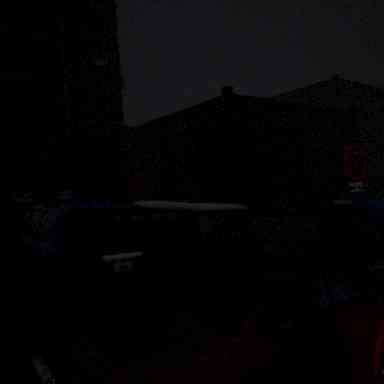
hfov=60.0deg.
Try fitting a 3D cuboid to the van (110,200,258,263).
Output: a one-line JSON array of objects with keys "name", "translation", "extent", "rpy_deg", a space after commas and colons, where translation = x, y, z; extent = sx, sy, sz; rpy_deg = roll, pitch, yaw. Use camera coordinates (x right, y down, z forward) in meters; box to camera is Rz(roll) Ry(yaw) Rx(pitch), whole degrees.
[{"name": "van", "translation": [-0.364, 1.229, 8.890], "extent": [1.878, 1.987, 4.442], "rpy_deg": [0, 0, -36]}]

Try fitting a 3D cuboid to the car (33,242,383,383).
[{"name": "car", "translation": [0.659, 1.550, 3.848], "extent": [4.181, 1.385, 1.994], "rpy_deg": [0, 0, -36]}]
